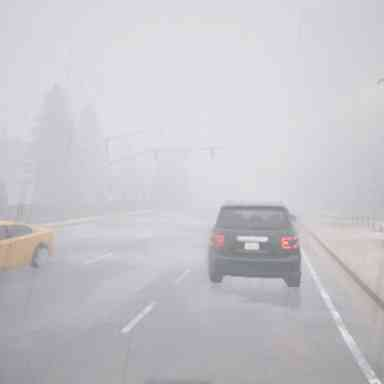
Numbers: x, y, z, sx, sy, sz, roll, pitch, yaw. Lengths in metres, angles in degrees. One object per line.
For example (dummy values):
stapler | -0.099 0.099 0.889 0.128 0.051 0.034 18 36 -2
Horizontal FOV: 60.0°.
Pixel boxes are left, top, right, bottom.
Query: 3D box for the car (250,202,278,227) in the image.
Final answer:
car | 5.576 1.614 25.470 1.882 1.535 5.008 0 0 13

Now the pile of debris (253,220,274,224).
pile of debris | 5.519 2.313 25.655 1.500 0.140 1.860 0 0 13

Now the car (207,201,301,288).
car | 1.857 1.272 9.677 2.150 2.045 5.566 0 -1 13

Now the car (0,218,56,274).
car | -5.724 1.527 8.806 1.882 1.535 5.008 0 0 12

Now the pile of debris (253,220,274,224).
pile of debris | 5.519 2.313 25.655 1.500 0.140 1.860 0 0 13
